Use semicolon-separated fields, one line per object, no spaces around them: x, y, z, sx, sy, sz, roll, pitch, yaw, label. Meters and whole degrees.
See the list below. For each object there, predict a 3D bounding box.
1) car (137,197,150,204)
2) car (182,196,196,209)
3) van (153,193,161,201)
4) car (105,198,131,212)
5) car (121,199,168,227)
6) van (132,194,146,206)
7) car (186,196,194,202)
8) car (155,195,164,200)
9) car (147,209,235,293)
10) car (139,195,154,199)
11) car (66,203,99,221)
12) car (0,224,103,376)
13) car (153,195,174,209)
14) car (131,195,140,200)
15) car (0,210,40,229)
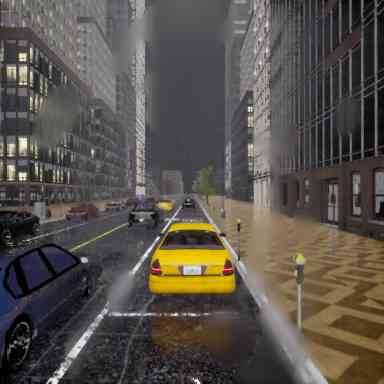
-8.833;1.551;61.338;1.802;1.307;4.206;0;0;0;car
-0.452;1.548;44.248;1.947;1.339;4.313;0;0;0;car
-8.831;1.286;84.106;1.690;1.788;3.998;0;0;0;van
-8.833;1.537;38.569;2.008;1.369;4.403;0;0;0;car
-3.044;1.487;22.530;2.128;1.511;4.902;0;0;0;car
-8.832;1.315;55.646;1.690;1.788;3.998;0;0;0;van
-0.452;1.533;78.399;1.802;1.307;4.206;0;0;0;car
-8.832;1.504;89.799;1.947;1.339;4.313;0;0;0;car
0.004;1.456;8.839;1.801;1.575;5.366;0;0;0;car
-6.146;1.540;48.812;1.837;1.490;4.892;0;0;0;car
-8.832;1.575;27.183;1.802;1.307;4.206;0;0;0;car
-3.043;1.547;5.491;2.033;1.411;5.357;0;0;0;car
-3.146;1.442;39.380;1.801;1.575;5.366;0;0;0;car
-8.833;1.523;49.953;1.887;1.381;4.507;0;0;0;car
-8.833;1.563;15.800;1.947;1.339;4.313;0;0;0;car
